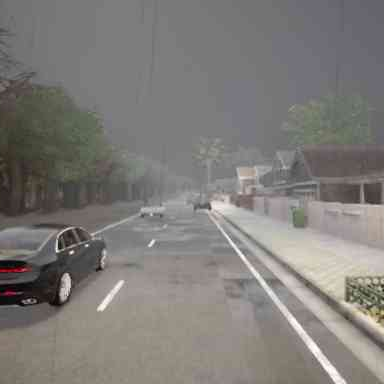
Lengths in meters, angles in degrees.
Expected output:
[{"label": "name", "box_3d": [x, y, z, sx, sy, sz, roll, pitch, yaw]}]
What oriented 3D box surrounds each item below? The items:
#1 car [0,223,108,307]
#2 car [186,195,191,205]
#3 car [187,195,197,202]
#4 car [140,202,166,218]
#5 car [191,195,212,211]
[{"label": "car", "box_3d": [-3.399, 1.500, 7.939, 1.837, 1.490, 4.892, 0, 0, 0]}, {"label": "car", "box_3d": [0.001, 1.548, 58.782, 2.033, 1.411, 5.357, 0, 0, 0]}, {"label": "car", "box_3d": [0.001, 1.407, 76.118, 2.033, 1.411, 5.357, 0, 0, 0]}, {"label": "car", "box_3d": [-3.398, 1.590, 29.944, 1.895, 1.301, 4.718, 0, 0, 0]}, {"label": "car", "box_3d": [1.224, 1.342, 40.090, 2.097, 1.767, 4.553, 0, 0, 0]}]
